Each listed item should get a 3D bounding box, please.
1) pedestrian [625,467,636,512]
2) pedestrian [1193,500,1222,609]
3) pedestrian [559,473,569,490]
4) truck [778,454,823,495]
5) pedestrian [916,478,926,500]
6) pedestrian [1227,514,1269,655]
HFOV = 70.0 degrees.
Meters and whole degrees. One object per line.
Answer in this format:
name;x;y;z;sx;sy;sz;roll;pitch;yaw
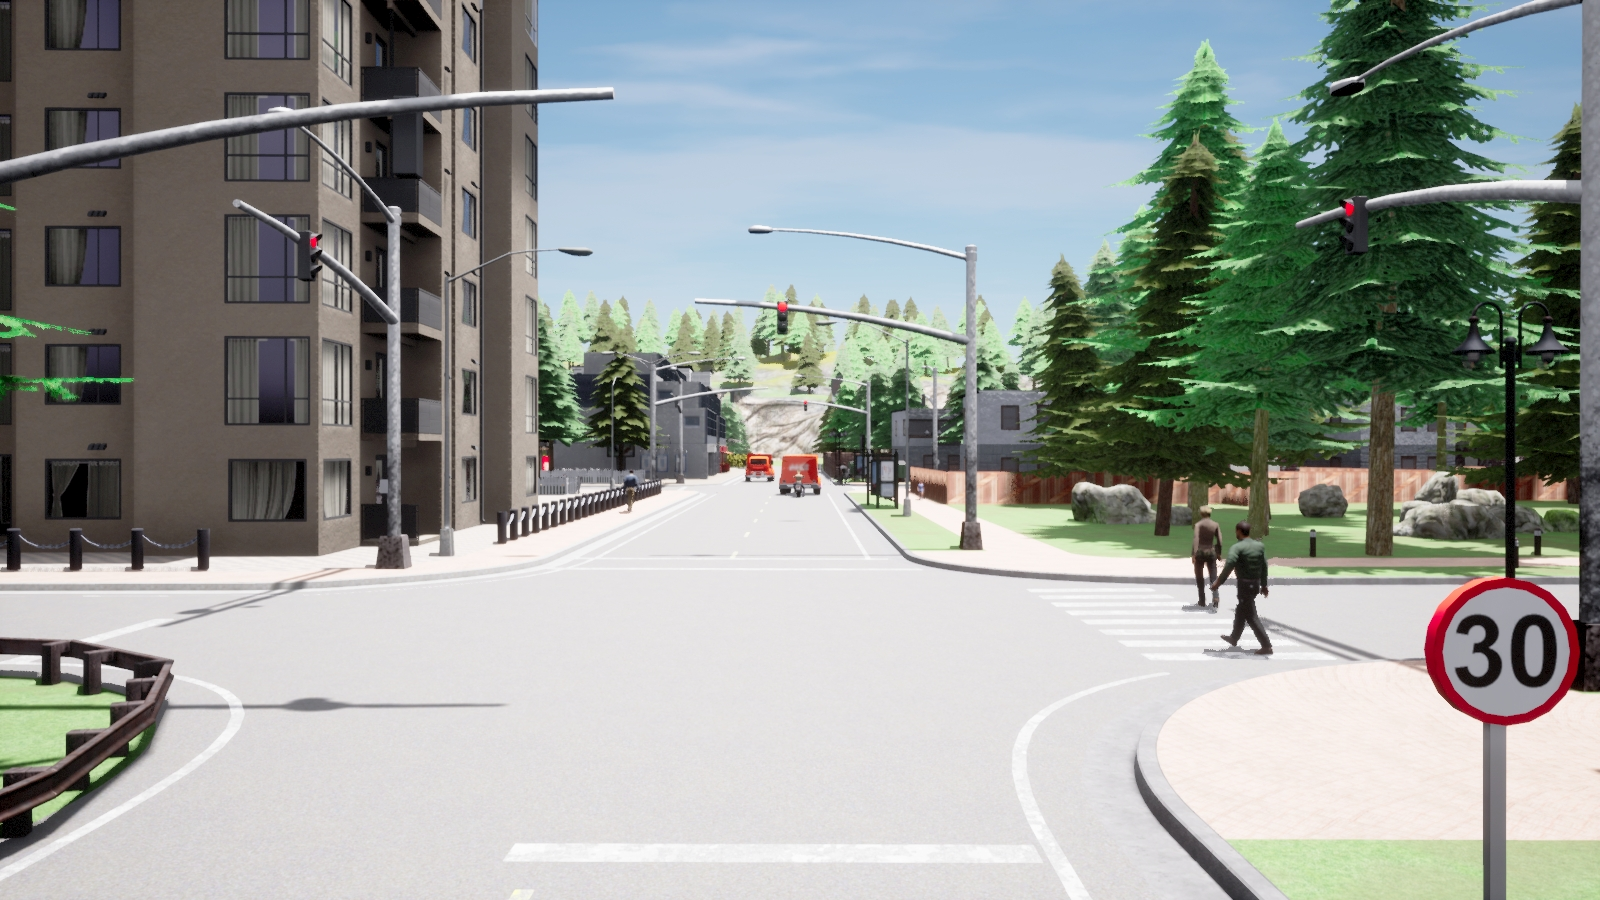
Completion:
pedestrian;-7.057;1.648;47.575;0.375;1.860;0.375;0;0;1
pedestrian;7.053;1.803;19.784;0.375;1.860;0.375;0;0;5
pedestrian;-15.371;2.028;74.389;0.500;1.100;0.500;0;0;0
truck;0.071;1.506;71.518;2.627;2.467;5.204;0;0;3
pedestrian;6.224;2.023;58.800;0.500;1.100;0.500;0;0;1
pedestrian;6.069;1.805;15.473;0.375;1.860;0.375;0;0;-21
